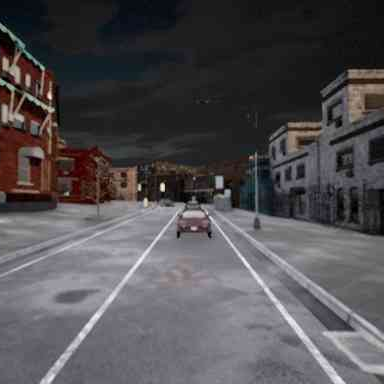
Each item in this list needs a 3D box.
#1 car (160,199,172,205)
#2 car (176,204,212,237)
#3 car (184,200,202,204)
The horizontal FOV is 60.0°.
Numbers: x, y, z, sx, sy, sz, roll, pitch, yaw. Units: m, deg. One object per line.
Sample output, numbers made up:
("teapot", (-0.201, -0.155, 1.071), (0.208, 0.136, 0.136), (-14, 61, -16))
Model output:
("car", (-5.188, 1.972, 66.423), (1.895, 1.301, 4.718), (0, 0, -15))
("car", (0.107, 1.634, 18.655), (1.812, 1.442, 4.674), (0, 0, 0))
("car", (0.115, 1.720, 39.306), (2.128, 1.511, 4.902), (0, 0, 0))
